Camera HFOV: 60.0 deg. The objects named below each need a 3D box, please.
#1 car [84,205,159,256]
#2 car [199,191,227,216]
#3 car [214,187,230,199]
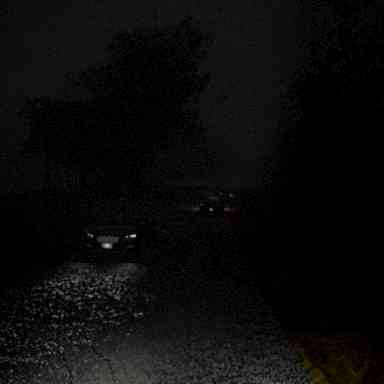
[{"bbox_3d":[-2.406,1.295,12.407,2.128,1.511,4.902,1,1,3],"label":"car"},{"bbox_3d":[1.563,0.934,25.214,1.812,1.442,4.674,0,2,6],"label":"car"},{"bbox_3d":[3.763,0.033,42.225,1.994,1.385,4.181,1,4,8],"label":"car"}]
